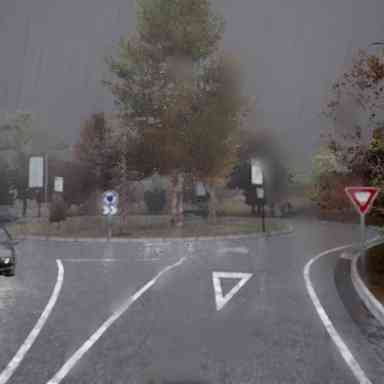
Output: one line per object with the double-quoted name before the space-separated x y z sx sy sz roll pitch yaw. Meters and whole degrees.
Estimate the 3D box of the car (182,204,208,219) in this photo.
"car" 0.015 2.734 47.850 5.566 2.045 2.150 1 -2 15

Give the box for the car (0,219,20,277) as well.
"car" -6.801 1.825 10.889 2.033 1.411 5.357 1 -2 -29

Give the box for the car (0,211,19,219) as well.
"car" -20.494 2.637 34.660 2.033 1.411 5.357 0 -2 9
